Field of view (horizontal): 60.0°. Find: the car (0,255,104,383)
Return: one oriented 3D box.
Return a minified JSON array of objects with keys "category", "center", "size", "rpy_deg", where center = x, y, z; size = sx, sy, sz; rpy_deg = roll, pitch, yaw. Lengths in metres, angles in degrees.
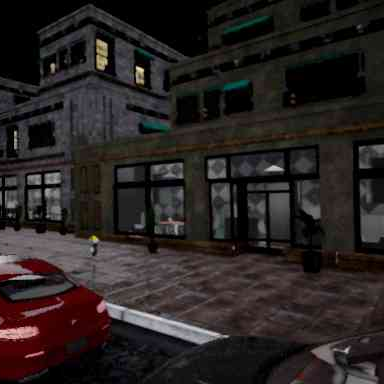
[{"category":"car","center":[-3.022,1.636,5.043],"size":[4.206,1.307,1.802],"rpy_deg":[-1,-1,36]}]

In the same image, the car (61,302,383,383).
[{"category":"car","center":[1.490,1.548,1.823],"size":[4.403,1.369,2.008],"rpy_deg":[-1,-1,36]}]
